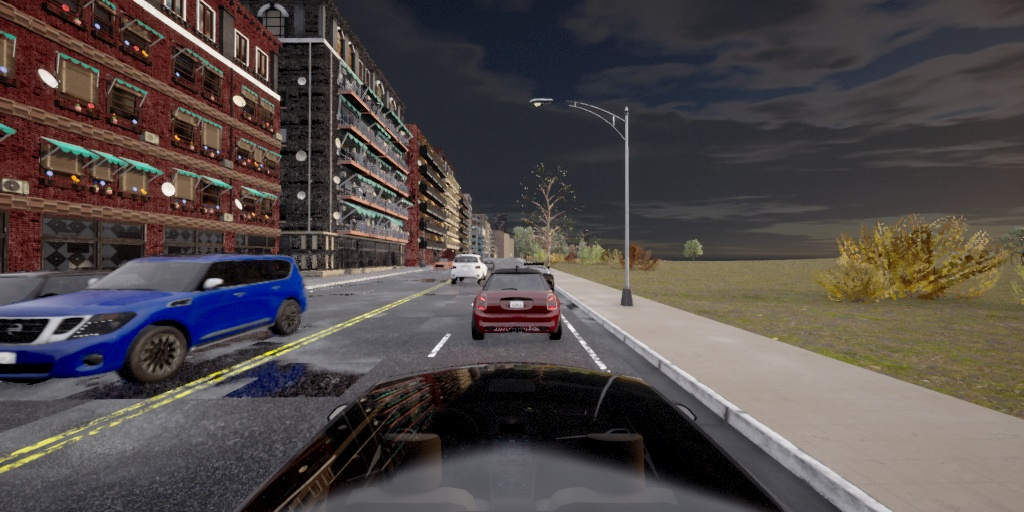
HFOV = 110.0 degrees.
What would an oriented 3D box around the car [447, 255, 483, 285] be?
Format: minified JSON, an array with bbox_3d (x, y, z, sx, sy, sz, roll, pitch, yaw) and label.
[{"bbox_3d":[-3.093,0.966,26.691,2.150,2.045,5.566,0,-1,0],"label":"car"}]

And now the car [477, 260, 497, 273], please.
[{"bbox_3d":[-3.050,1.241,44.684,2.128,1.511,4.902,0,0,0],"label":"car"}]

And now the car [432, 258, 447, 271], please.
[{"bbox_3d":[-9.733,1.103,50.340,2.097,1.767,4.553,0,0,0],"label":"car"}]

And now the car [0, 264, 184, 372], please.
[{"bbox_3d":[-9.839,1.103,7.340,2.097,1.767,4.553,0,0,0],"label":"car"}]

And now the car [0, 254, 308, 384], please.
[{"bbox_3d":[-6.590,0.972,7.419,2.150,2.045,5.566,0,0,0],"label":"car"}]

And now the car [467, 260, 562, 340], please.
[{"bbox_3d":[0.114,1.103,10.134,2.097,1.767,4.553,0,0,0],"label":"car"}]

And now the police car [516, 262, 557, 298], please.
[{"bbox_3d":[1.178,1.177,19.630,1.930,1.638,5.238,0,0,0],"label":"police car"}]
